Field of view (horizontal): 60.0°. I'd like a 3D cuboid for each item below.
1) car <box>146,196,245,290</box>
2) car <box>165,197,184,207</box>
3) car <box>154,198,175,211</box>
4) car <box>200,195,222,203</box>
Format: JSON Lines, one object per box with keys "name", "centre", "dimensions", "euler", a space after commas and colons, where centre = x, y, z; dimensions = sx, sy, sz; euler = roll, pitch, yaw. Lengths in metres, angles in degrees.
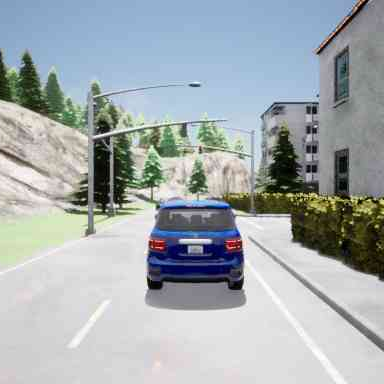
{"name": "car", "centre": [0.087, 1.221, 9.226], "dimensions": [2.150, 2.045, 5.566], "euler": [0, 0, 0]}
{"name": "car", "centre": [-2.674, 1.505, 52.757], "dimensions": [1.837, 1.490, 4.892], "euler": [0, 0, 12]}
{"name": "car", "centre": [-3.434, 1.492, 41.740], "dimensions": [2.128, 1.511, 4.902], "euler": [0, 0, 1]}
{"name": "car", "centre": [3.837, 1.492, 67.777], "dimensions": [2.128, 1.511, 4.902], "euler": [0, 0, 37]}
